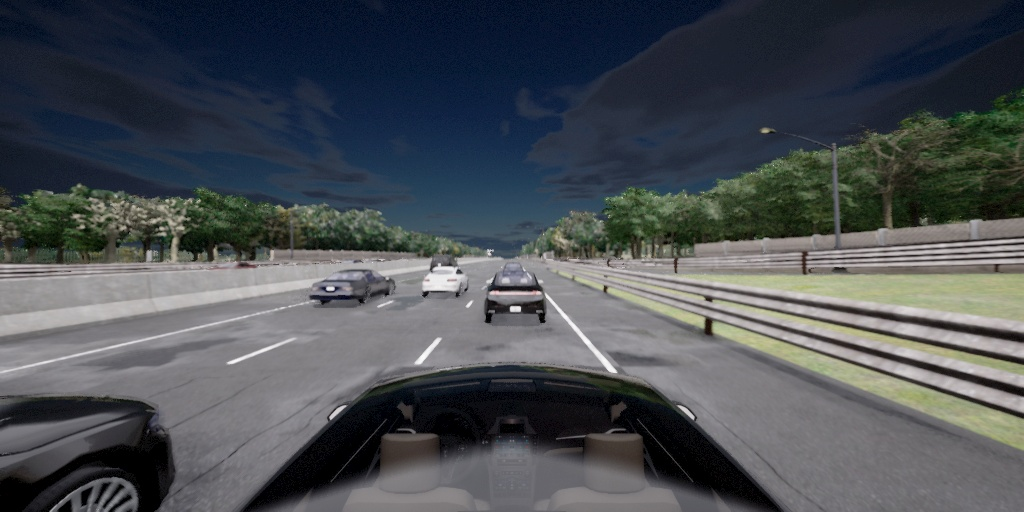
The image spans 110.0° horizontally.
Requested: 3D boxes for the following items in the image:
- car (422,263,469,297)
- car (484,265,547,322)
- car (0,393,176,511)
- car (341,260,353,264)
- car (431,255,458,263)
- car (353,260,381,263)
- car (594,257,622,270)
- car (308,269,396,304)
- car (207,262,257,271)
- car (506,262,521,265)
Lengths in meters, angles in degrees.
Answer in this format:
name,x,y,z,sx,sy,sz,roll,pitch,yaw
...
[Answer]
name,x,y,z,sx,sy,sz,roll,pitch,yaw
car,-3.404,1.266,18.772,1.812,1.442,4.674,0,0,0
car,0.098,1.237,12.222,2.128,1.511,4.902,0,0,0
car,-3.400,1.242,0.614,2.128,1.511,4.902,0,0,0
car,-21.043,1.243,46.668,1.812,1.442,4.674,0,0,0
car,-6.907,0.944,36.886,2.150,2.045,5.566,0,0,0
car,-17.561,1.225,44.726,1.837,1.490,4.892,0,-1,1
car,13.135,0.956,49.404,2.097,1.767,4.553,0,0,-19
car,-6.903,1.290,16.140,2.033,1.411,5.357,0,0,0
car,-24.600,1.253,31.694,1.812,1.442,4.674,0,0,0
car,0.094,1.275,31.694,2.033,1.411,5.357,0,0,0
